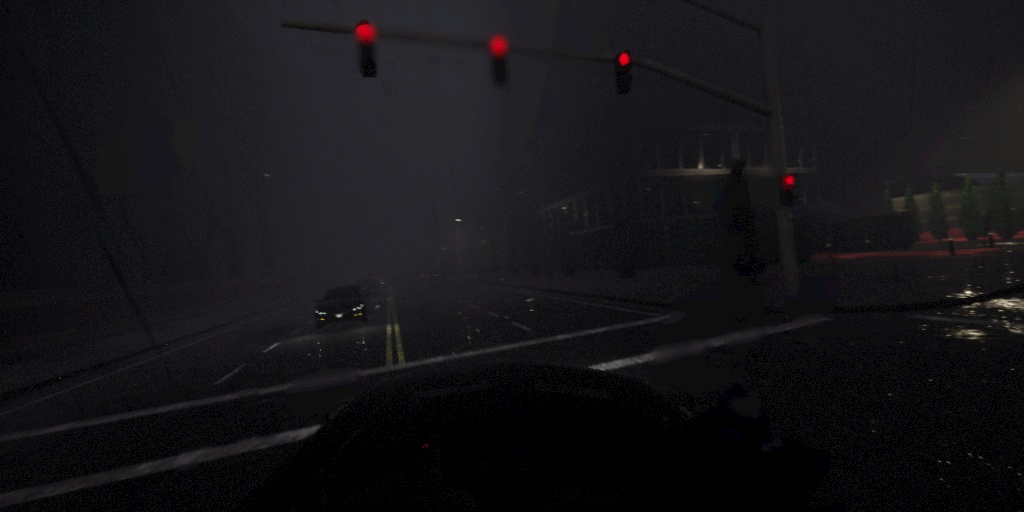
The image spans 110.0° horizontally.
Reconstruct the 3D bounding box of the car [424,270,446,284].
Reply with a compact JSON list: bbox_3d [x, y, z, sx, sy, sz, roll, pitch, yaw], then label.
[{"bbox_3d":[-9.019,2.414,42.796,1.837,1.490,4.892,-5,0,-18],"label":"car"}]

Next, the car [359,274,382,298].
[{"bbox_3d":[-11.715,2.553,28.732,1.882,1.535,5.008,-5,0,-19],"label":"car"}]

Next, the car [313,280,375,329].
[{"bbox_3d":[-7.179,2.046,15.496,1.837,1.490,4.892,-5,0,-19],"label":"car"}]

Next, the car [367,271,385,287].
[{"bbox_3d":[-17.434,3.009,45.639,2.150,2.045,5.566,-5,0,-19],"label":"car"}]

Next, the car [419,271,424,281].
[{"bbox_3d":[-12.719,2.869,53.485,1.812,1.442,4.674,-5,0,-19],"label":"car"}]
